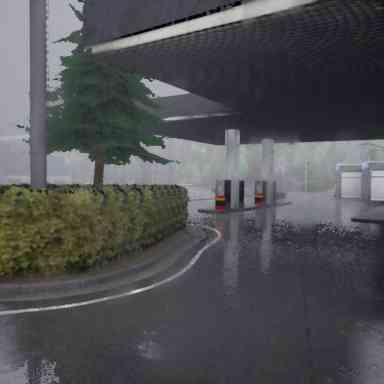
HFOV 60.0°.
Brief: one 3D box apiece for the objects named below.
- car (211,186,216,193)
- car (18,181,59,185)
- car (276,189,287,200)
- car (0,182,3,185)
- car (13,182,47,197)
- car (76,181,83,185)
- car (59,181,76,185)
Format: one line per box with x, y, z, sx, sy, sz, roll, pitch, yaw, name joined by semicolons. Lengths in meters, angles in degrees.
6.258;-0.605;65.259;5.027;1.636;2.152;2;2;36;car
-16.346;-0.116;35.232;3.866;1.878;1.905;2;2;36;car
10.990;0.302;43.854;2.128;1.511;4.902;2;2;36;car
-32.955;-0.866;55.295;5.027;1.636;2.152;2;2;36;car
-20.764;-0.379;42.521;4.605;1.855;1.932;2;2;36;car
-24.032;-1.250;68.214;4.605;1.855;1.932;2;2;36;car
-25.412;-1.201;65.624;3.866;1.878;1.905;2;2;36;car
